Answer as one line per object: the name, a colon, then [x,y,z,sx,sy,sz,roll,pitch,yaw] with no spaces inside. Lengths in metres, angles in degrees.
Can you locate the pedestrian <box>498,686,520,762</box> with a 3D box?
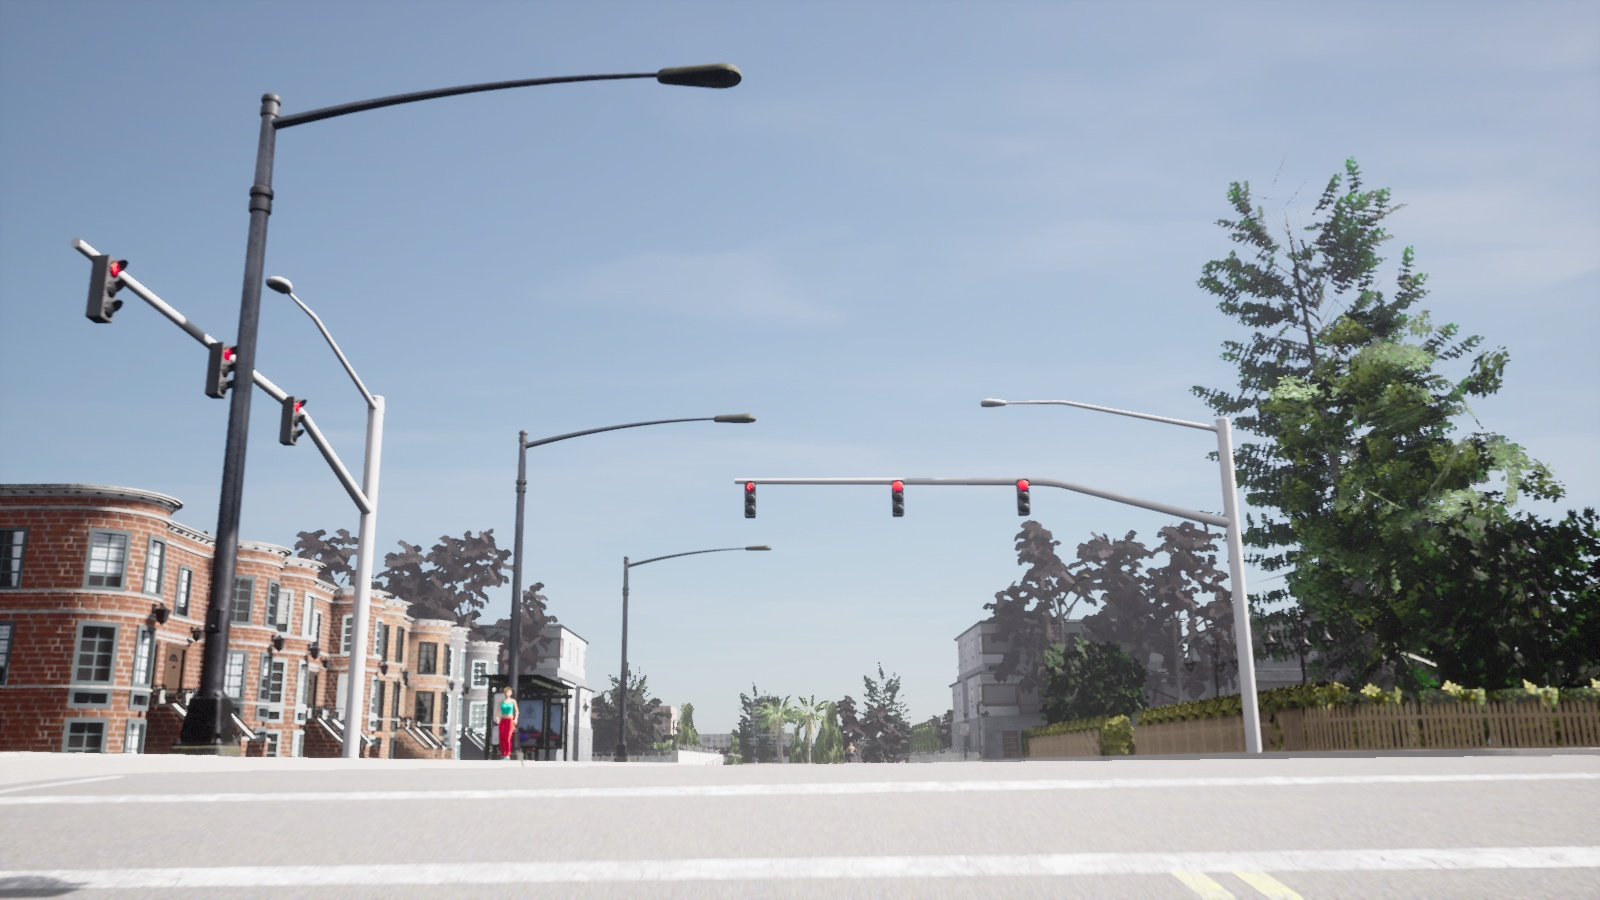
pedestrian: [-7.234,6.826,31.251,0.345,1.836,0.594,-1,-14,-2]
